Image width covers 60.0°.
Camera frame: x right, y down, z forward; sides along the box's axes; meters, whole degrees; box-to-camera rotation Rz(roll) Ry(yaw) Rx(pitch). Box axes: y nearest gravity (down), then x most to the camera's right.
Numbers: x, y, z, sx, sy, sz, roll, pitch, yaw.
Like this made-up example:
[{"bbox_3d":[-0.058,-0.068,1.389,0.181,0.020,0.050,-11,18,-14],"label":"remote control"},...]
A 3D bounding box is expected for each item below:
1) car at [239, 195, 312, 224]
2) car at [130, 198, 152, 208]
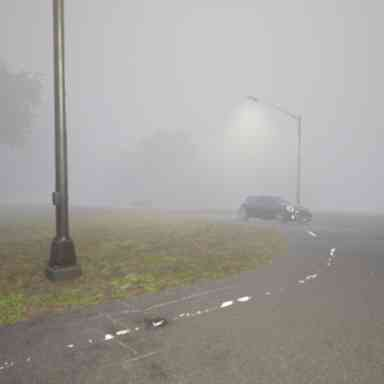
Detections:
[{"bbox_3d":[5.010,0.981,20.369,2.097,1.767,4.553,3,-2,-35],"label":"car"},{"bbox_3d":[-7.850,1.700,50.894,2.128,1.511,4.902,3,-2,-35],"label":"car"}]
